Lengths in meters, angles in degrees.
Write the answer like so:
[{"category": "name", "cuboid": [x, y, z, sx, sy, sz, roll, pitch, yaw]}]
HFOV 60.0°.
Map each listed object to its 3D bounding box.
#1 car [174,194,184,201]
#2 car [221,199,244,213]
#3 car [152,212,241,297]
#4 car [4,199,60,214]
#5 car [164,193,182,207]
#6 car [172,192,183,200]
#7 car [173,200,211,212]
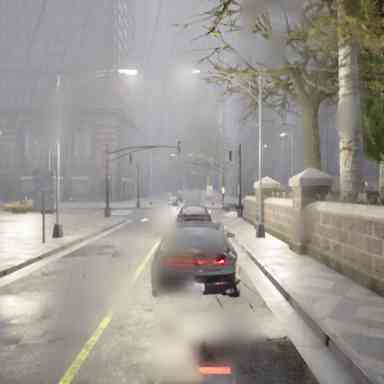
[{"category": "car", "cuboid": [-3.022, 1.220, 76.096, 2.128, 1.511, 4.902, 0, 1, 0]}, {"category": "car", "cuboid": [5.646, 1.501, 36.490, 4.902, 1.511, 2.128, 1, 0, -6]}, {"category": "car", "cuboid": [0.096, 1.499, 8.528, 1.837, 1.490, 4.892, 0, 0, 0]}, {"category": "car", "cuboid": [-14.941, 1.376, 31.176, 4.829, 1.417, 1.752, 1, -1, 0]}, {"category": "car", "cuboid": [-3.105, 1.390, 50.177, 2.128, 1.511, 4.902, 0, 0, 0]}, {"category": "car", "cuboid": [-3.053, 1.012, 65.149, 2.150, 2.045, 5.566, 0, 0, 0]}, {"category": "car", "cuboid": [0.095, 1.464, 18.849, 1.882, 1.535, 5.008, 0, 0, 0]}]
